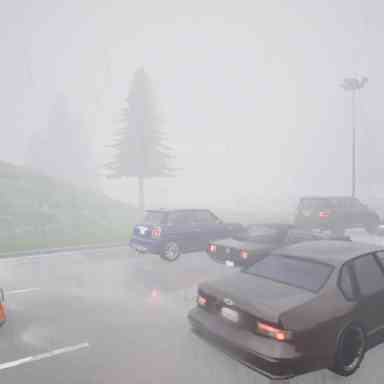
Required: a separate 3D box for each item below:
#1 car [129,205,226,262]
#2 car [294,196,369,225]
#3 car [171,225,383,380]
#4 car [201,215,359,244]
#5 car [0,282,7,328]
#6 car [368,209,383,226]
[{"bbox_3d":[0.058,1.352,12.379,4.553,1.767,2.097,0,0,-36],"label":"car"},{"bbox_3d":[7.854,1.221,17.934,5.566,2.045,2.150,0,0,-35],"label":"car"},{"bbox_3d":[2.508,1.548,5.534,5.357,1.411,2.033,0,0,-35],"label":"car"},{"bbox_3d":[2.799,1.601,10.036,4.718,1.301,1.895,0,0,-35],"label":"car"},{"bbox_3d":[-5.078,1.353,4.425,4.553,1.767,2.097,0,0,-36],"label":"car"},{"bbox_3d":[10.631,1.547,15.574,5.357,1.411,2.033,0,0,-38],"label":"car"}]
